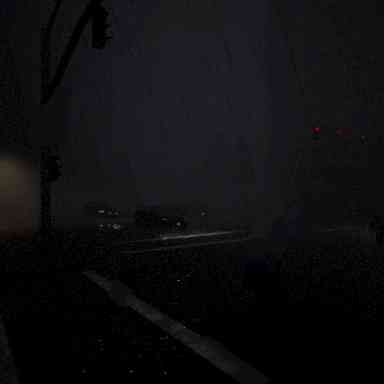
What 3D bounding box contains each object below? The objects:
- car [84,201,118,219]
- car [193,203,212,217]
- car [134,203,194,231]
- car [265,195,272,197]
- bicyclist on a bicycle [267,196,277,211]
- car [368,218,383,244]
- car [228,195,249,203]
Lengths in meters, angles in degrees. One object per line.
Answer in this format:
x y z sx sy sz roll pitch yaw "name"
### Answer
-8.272 1.554 29.902 1.837 1.490 4.892 0 0 -34 "car"
-0.286 1.632 30.974 1.895 1.301 4.718 0 0 -35 "car"
-2.077 1.551 20.887 1.812 1.442 4.674 0 0 -34 "car"
16.816 1.329 68.702 4.553 1.767 2.097 0 0 -30 "car"
8.856 1.318 36.666 1.656 1.620 0.582 0 0 -35 "bicyclist on a bicycle"
8.443 1.486 12.733 2.128 1.511 4.902 0 0 8 "car"
9.050 1.338 63.340 4.553 1.767 2.097 0 0 -34 "car"
